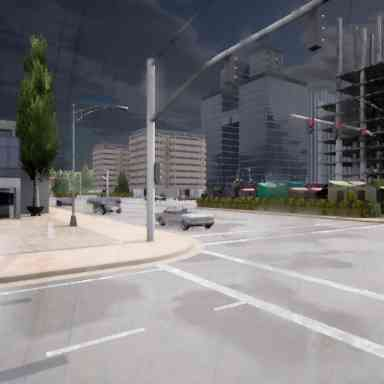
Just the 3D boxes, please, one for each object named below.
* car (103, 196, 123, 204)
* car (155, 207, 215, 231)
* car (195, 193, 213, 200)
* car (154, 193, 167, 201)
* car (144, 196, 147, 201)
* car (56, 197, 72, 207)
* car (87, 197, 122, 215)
[{"bbox_3d":[-15.328,1.569,64.111,2.033,1.411,5.357,0,0,-34],"label":"car"},{"bbox_3d":[-0.543,1.611,21.153,1.895,1.301,4.718,0,0,-33],"label":"car"},{"bbox_3d":[3.241,1.190,62.404,3.866,1.878,1.905,0,0,-34],"label":"car"},{"bbox_3d":[-7.792,1.191,78.632,3.866,1.878,1.905,0,0,-34],"label":"car"},{"bbox_3d":[-9.369,1.188,81.060,4.605,1.855,1.932,0,0,-34],"label":"car"},{"bbox_3d":[-19.576,1.520,51.046,1.837,1.490,4.892,0,-1,-32],"label":"car"},{"bbox_3d":[-8.713,1.503,33.920,2.128,1.511,4.902,0,0,-33],"label":"car"}]
